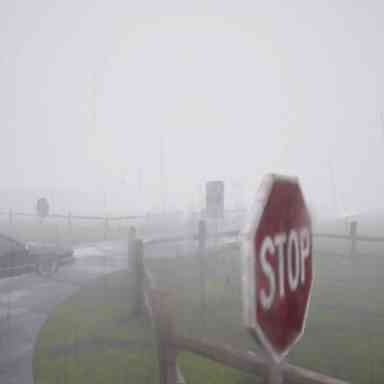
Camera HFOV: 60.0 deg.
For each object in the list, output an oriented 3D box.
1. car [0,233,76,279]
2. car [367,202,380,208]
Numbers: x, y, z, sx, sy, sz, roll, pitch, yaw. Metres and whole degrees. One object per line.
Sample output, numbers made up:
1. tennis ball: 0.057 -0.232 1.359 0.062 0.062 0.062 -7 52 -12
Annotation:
1. car: -5.755 1.709 8.622 2.033 1.411 5.357 -2 -2 34
2. car: 44.882 3.254 83.076 2.128 1.511 4.902 -2 -2 34
